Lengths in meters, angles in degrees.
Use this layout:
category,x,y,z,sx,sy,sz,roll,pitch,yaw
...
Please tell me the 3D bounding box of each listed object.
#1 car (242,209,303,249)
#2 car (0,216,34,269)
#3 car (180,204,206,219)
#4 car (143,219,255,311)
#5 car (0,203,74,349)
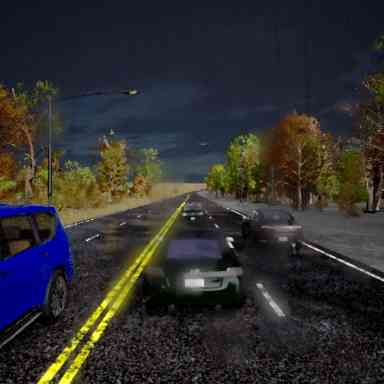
category,x,y,z,sx,sy,sz,roll,pitch,yaw
car,3.324,1.490,14.454,2.128,1.511,4.902,0,0,1
car,-6.601,1.546,9.106,2.033,1.411,5.357,0,0,0
car,0.060,1.572,26.101,1.895,1.301,4.718,-2,1,0
car,0.057,1.563,7.842,1.994,1.385,4.181,0,0,0
car,-3.349,1.221,4.218,2.150,2.045,5.566,0,0,0
